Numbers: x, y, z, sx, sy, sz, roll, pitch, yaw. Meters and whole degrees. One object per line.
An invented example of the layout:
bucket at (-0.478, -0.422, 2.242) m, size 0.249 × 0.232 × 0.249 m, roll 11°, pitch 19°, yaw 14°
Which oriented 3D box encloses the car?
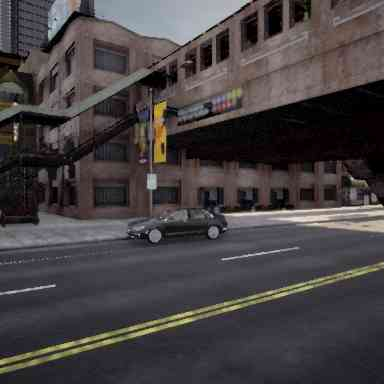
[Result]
car at (-0.633, 1.479, 15.707) m, size 4.892 × 1.521 × 2.231 m, roll 0°, pitch 0°, yaw -26°
